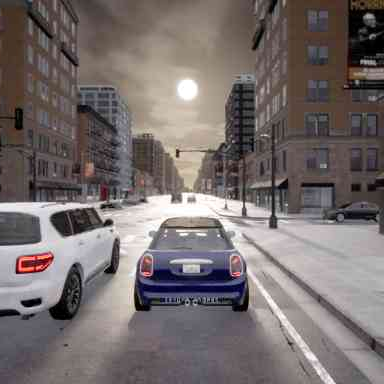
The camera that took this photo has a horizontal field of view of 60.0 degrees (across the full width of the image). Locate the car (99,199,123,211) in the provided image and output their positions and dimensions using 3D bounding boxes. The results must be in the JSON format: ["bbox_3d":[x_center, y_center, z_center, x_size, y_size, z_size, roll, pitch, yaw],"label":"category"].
[{"bbox_3d":[-9.899,1.599,40.987,1.895,1.301,4.718,0,0,0],"label":"car"}]

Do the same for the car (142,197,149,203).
[{"bbox_3d":[-9.853,1.592,66.469,1.895,1.301,4.718,0,0,0],"label":"car"}]

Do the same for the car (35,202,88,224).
[{"bbox_3d":[-9.879,1.558,25.729,2.033,1.411,5.357,0,0,0],"label":"car"}]

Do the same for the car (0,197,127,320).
[{"bbox_3d":[-3.157,1.223,7.450,2.150,2.045,5.566,0,0,0],"label":"car"}]

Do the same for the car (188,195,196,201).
[{"bbox_3d":[-0.096,1.453,79.740,1.895,1.301,4.718,0,0,0],"label":"car"}]

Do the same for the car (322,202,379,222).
[{"bbox_3d":[12.691,1.545,25.943,4.892,1.490,1.837,0,0,2],"label":"car"}]

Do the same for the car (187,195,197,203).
[{"bbox_3d":[-0.083,1.482,69.291,2.128,1.511,4.902,0,0,0],"label":"car"}]

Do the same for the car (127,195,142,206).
[{"bbox_3d":[-9.904,1.346,54.185,2.097,1.767,4.553,0,0,0],"label":"car"}]

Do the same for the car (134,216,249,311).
[{"bbox_3d":[-0.002,1.352,7.907,2.097,1.767,4.553,0,0,0],"label":"car"}]

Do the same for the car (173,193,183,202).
[{"bbox_3d":[-3.346,1.212,80.426,2.150,2.045,5.566,0,0,0],"label":"car"}]

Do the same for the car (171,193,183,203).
[{"bbox_3d":[-3.247,1.211,70.035,2.150,2.045,5.566,0,0,0],"label":"car"}]
